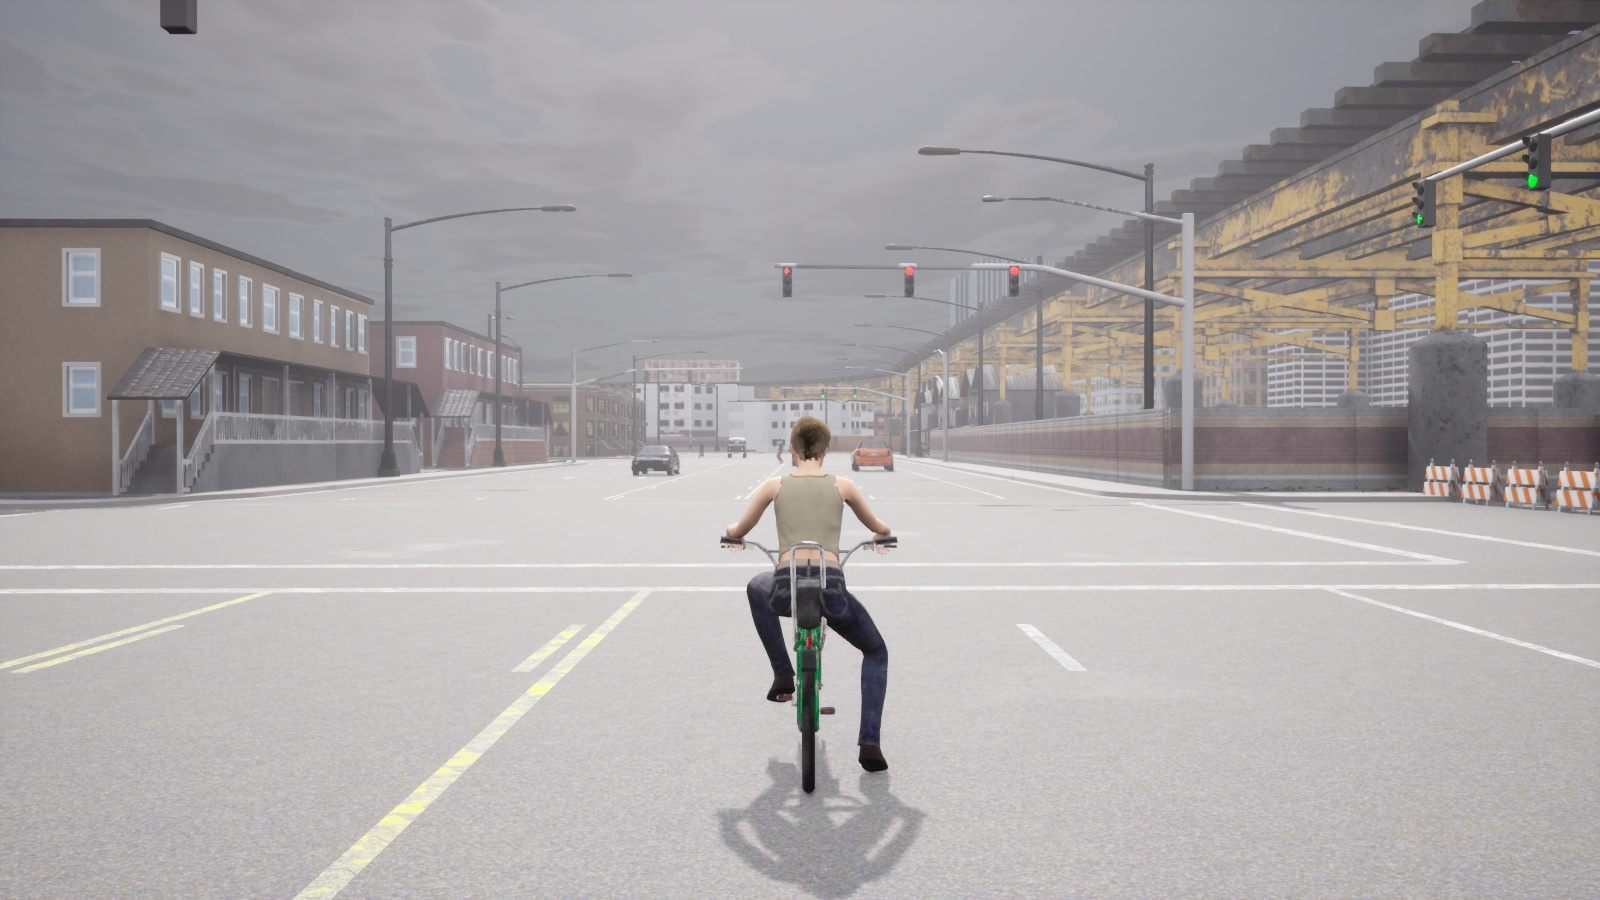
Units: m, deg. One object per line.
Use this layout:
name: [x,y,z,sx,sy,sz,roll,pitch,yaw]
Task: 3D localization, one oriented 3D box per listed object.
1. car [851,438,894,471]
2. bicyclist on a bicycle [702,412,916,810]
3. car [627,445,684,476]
car: [3.877,0.224,68.116,2.097,1.767,4.553,0,0,0]
bicyclist on a bicycle: [0.041,0.650,5.845,0.866,1.612,1.509,0,0,0]
car: [-6.674,0.458,58.613,2.033,1.411,5.357,0,0,0]
